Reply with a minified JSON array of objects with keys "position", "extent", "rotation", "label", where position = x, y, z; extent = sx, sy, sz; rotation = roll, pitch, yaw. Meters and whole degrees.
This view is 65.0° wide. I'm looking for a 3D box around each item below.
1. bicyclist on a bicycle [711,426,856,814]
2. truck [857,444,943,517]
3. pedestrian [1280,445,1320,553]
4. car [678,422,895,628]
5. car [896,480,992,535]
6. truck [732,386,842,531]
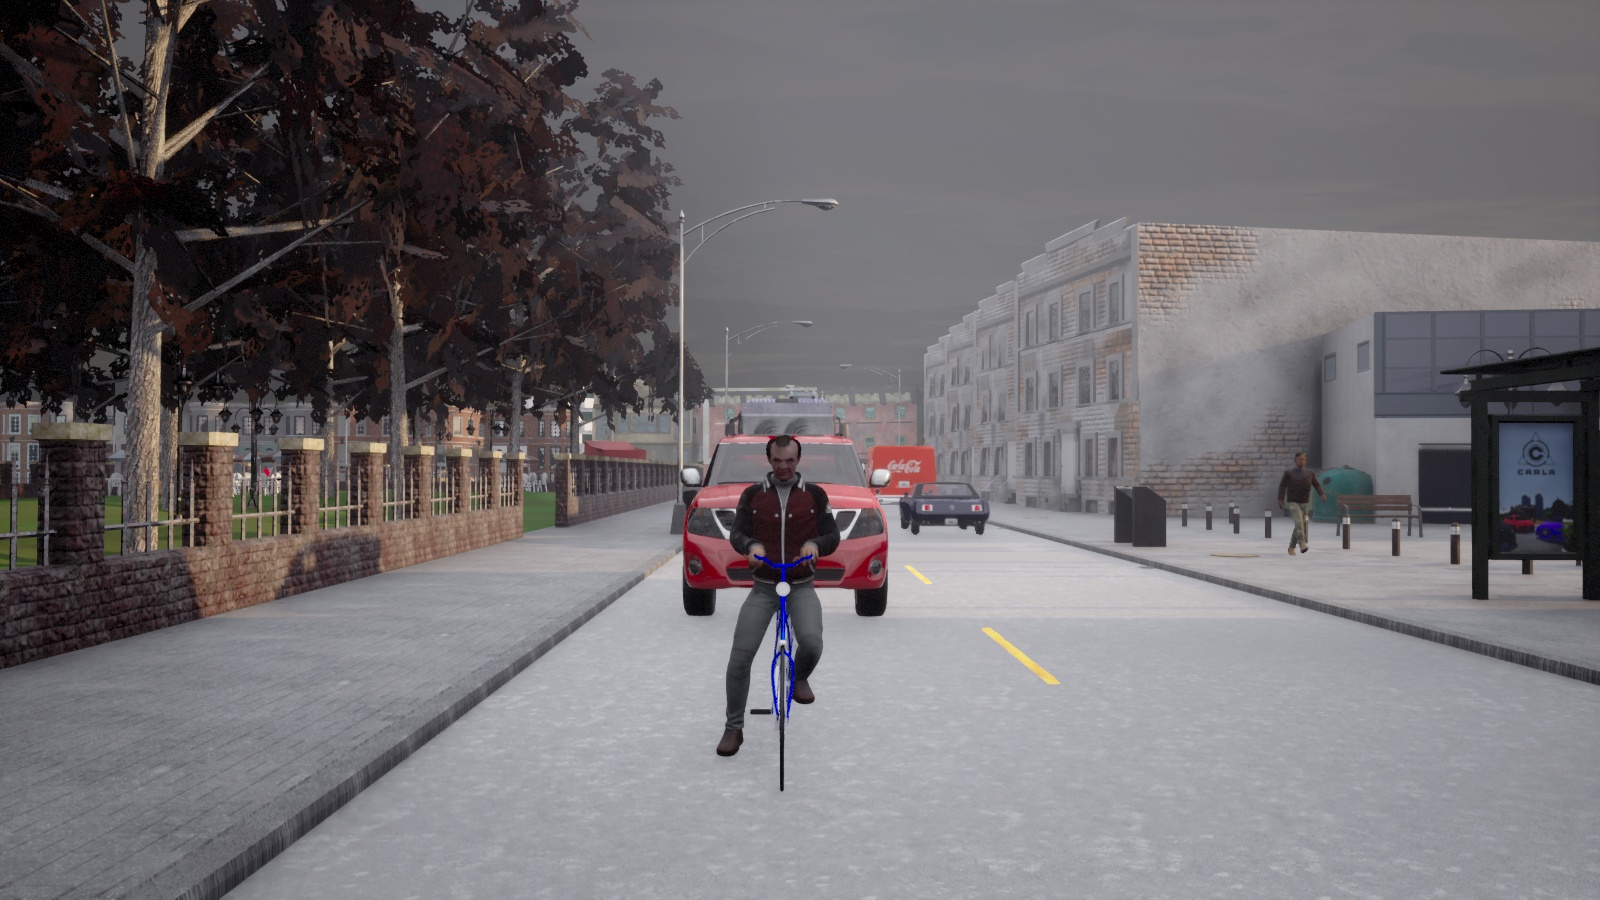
[{"position":[-0.083,0.798,6.689],"extent":[0.659,1.776,1.843],"rotation":[0,-1,-1],"label":"bicyclist on a bicycle"},{"position":[3.527,1.074,45.401],"extent":[2.627,2.467,5.204],"rotation":[0,-1,-1],"label":"truck"},{"position":[8.659,0.846,21.763],"extent":[0.431,1.840,0.703],"rotation":[0,-1,4],"label":"pedestrian"},{"position":[-0.171,0.791,15.308],"extent":[2.150,2.045,5.566],"rotation":[0,-1,-1],"label":"car"},{"position":[3.662,1.448,32.709],"extent":[1.895,1.301,4.718],"rotation":[0,-1,-1],"label":"car"},{"position":[-0.390,0.278,37.509],"extent":[2.891,3.827,8.468],"rotation":[0,-1,-1],"label":"truck"}]
